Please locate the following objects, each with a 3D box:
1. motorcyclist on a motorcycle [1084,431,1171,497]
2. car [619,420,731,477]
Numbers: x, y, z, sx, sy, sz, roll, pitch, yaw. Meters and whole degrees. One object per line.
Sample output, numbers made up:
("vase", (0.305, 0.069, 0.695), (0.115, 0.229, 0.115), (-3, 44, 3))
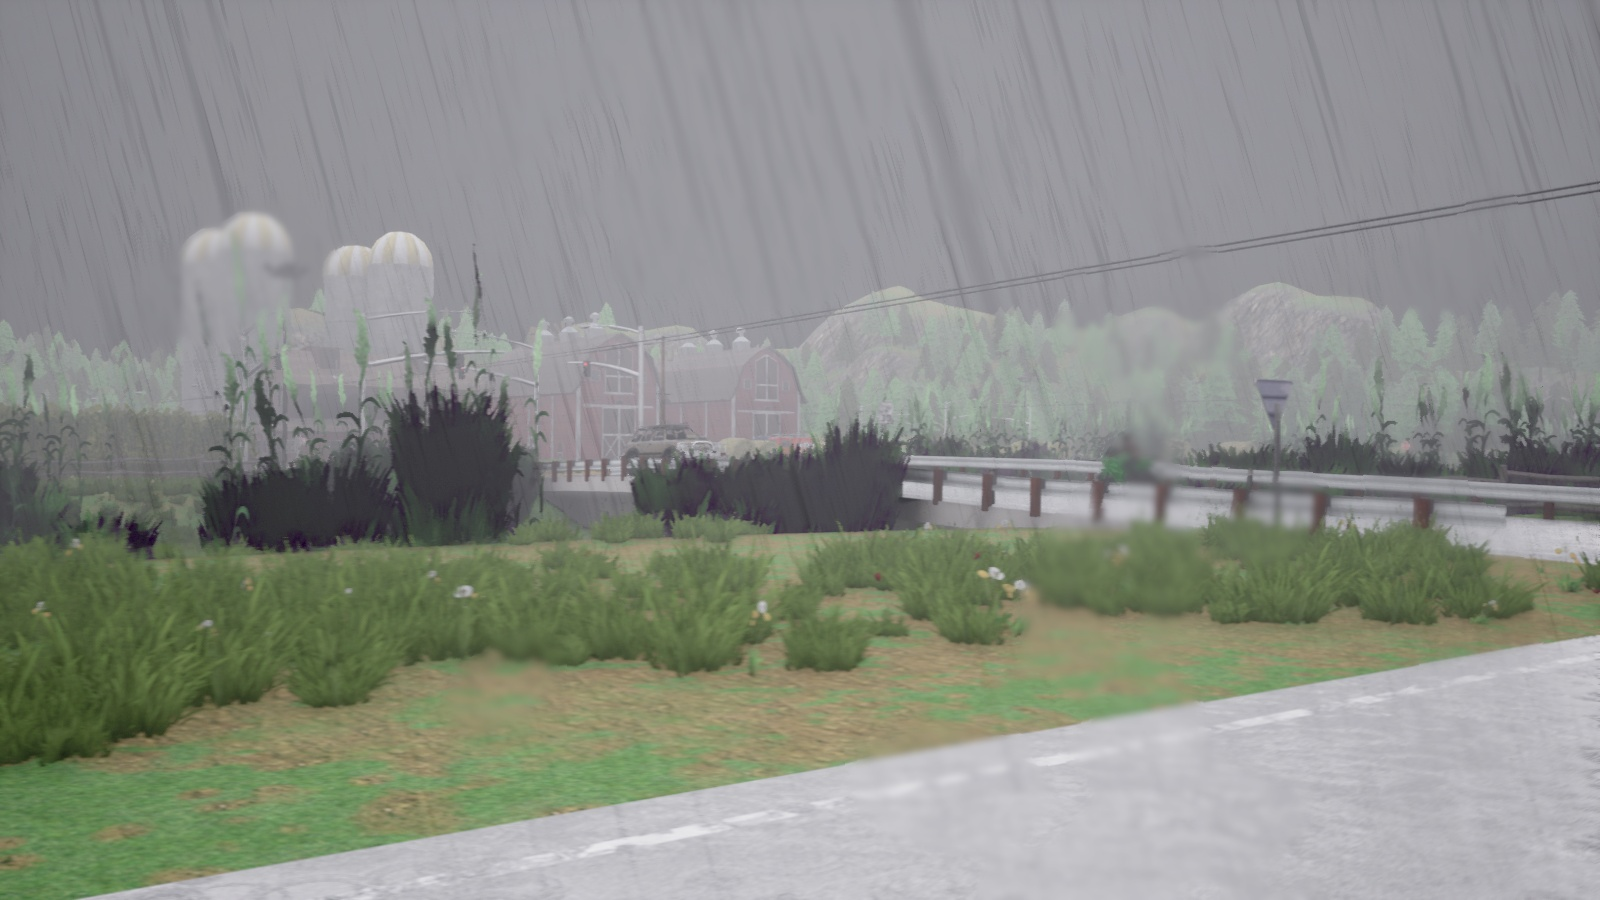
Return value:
("motorcyclist on a motorcycle", (8.031, 0.319, 30.921), (0.797, 1.523, 2.044), (0, 2, -33))
("car", (-4.422, -0.002, 43.801), (1.932, 1.855, 4.605), (0, -1, -34))
